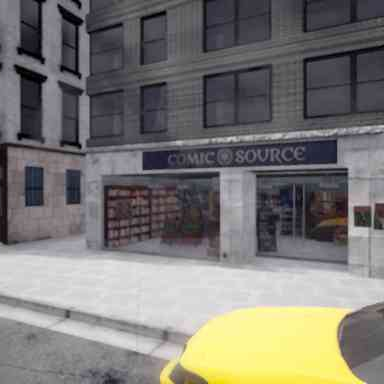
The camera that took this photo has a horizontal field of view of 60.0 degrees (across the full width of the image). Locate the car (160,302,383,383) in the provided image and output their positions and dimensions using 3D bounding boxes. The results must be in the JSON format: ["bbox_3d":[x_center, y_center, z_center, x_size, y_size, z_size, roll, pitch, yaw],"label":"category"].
[{"bbox_3d":[2.344,1.452,2.469,5.366,1.575,1.801,0,0,26],"label":"car"}]
